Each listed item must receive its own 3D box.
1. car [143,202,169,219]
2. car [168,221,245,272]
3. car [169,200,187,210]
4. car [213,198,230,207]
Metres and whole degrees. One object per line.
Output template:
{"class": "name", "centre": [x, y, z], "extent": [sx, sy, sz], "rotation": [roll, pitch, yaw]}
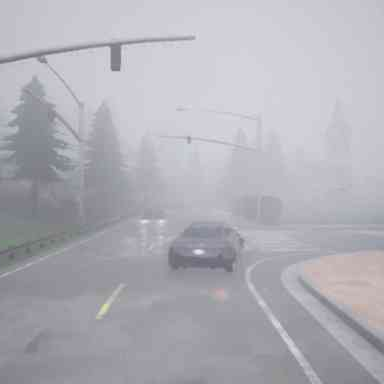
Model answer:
{"class": "car", "centre": [-3.574, 1.784, 32.592], "extent": [1.837, 1.490, 4.892], "rotation": [0, 1, 0]}
{"class": "car", "centre": [0.602, 1.658, 11.295], "extent": [1.994, 1.385, 4.181], "rotation": [0, 0, 12]}
{"class": "car", "centre": [-2.380, 1.989, 50.795], "extent": [2.033, 1.411, 5.357], "rotation": [0, -1, 18]}
{"class": "car", "centre": [6.575, 1.592, 64.554], "extent": [5.566, 2.045, 2.150], "rotation": [0, -1, -40]}
